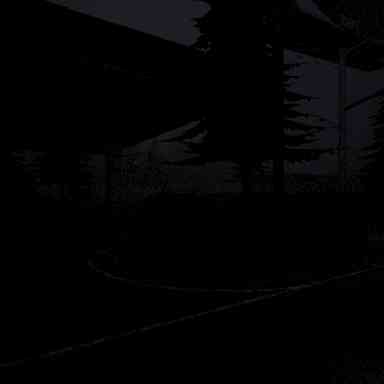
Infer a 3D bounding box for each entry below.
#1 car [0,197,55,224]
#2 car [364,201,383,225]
[{"bbox_3d":[-11.894,1.313,23.518,3.866,1.878,1.905,0,0,-36],"label":"car"},{"bbox_3d":[11.450,1.317,21.334,2.128,1.511,4.902,0,1,-36],"label":"car"}]
